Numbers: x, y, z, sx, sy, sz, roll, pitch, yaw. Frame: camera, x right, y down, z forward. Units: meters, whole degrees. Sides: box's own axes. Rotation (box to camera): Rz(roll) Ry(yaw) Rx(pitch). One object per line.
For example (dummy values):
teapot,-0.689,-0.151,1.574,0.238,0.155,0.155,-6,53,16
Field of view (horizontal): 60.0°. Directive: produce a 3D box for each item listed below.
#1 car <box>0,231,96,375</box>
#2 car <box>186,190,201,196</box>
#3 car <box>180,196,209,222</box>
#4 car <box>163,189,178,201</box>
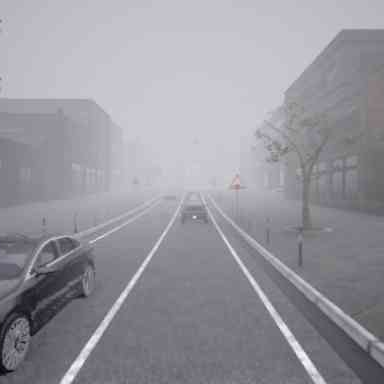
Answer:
car,-3.085,1.492,5.648,2.128,1.511,4.902,0,0,0
car,0.229,0.542,42.628,2.033,1.649,4.856,0,3,0
car,0.174,1.328,24.372,1.837,1.490,4.892,0,1,0
car,-2.942,0.387,46.188,1.882,1.535,5.008,0,3,0
